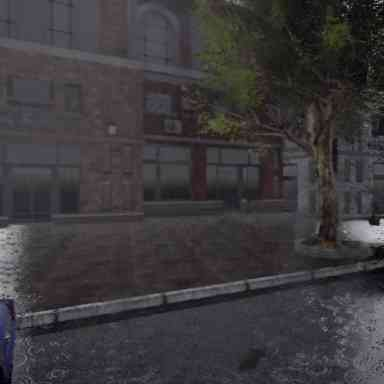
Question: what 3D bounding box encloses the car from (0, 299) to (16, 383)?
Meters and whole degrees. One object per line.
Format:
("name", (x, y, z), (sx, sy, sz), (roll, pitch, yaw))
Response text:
("car", (-3.984, 1.575, 2.441), (4.718, 1.301, 1.895), (0, 1, -26))
